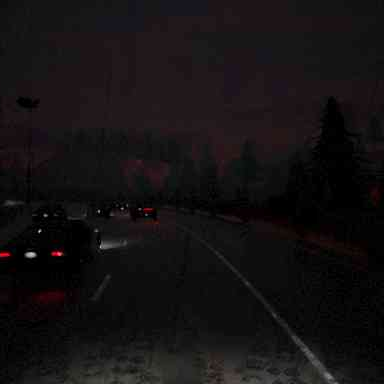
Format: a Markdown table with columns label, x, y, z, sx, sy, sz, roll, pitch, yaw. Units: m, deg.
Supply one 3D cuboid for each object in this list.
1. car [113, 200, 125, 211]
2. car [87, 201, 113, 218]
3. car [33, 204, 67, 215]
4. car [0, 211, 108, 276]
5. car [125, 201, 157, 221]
| label | x | y | z | sx | sy | sz | roll | pitch | yaw |
| --- | --- | --- | --- | --- | --- | --- | --- | --- | --- |
| car | -9.259 | 1.700 | 41.938 | 1.895 | 1.301 | 4.718 | 0 | 0 | -24 |
| car | -8.615 | 1.634 | 30.485 | 1.994 | 1.385 | 4.181 | 0 | 0 | -18 |
| car | -10.397 | 1.612 | 24.542 | 2.033 | 1.411 | 5.357 | 0 | 0 | -15 |
| car | -4.153 | 1.566 | 10.459 | 2.033 | 1.411 | 5.357 | 0 | 0 | -7 |
| car | -4.122 | 1.534 | 27.674 | 2.128 | 1.511 | 4.902 | 0 | 0 | -16 |
